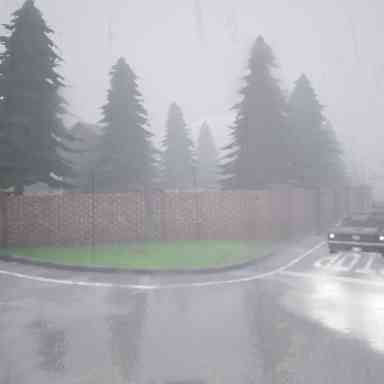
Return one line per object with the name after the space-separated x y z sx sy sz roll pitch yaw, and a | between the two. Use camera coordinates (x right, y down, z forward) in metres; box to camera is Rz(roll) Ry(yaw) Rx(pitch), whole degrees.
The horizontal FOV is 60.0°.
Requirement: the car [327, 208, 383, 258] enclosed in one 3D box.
6.422 1.492 12.450 1.895 1.301 4.718 -1 0 33 | car

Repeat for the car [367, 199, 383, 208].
12.728 1.350 22.102 1.895 1.301 4.718 -1 0 33 | car
